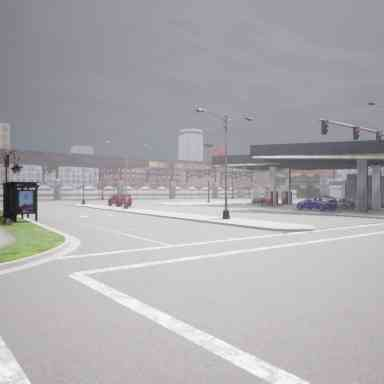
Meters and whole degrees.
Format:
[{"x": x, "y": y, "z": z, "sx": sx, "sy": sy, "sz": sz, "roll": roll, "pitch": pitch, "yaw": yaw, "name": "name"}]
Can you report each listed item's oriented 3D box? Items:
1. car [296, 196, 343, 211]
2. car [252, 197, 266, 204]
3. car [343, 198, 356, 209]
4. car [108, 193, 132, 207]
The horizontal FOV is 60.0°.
[{"x": 14.295, "y": 1.295, "z": 38.309, "sx": 2.242, "sy": 1.667, "sz": 4.611, "roll": 0, "pitch": 0, "yaw": -35, "name": "car"}, {"x": 12.595, "y": 1.601, "z": 61.367, "sx": 1.895, "sy": 1.301, "sz": 4.718, "roll": 0, "pitch": 0, "yaw": 29, "name": "car"}, {"x": 18.569, "y": 1.456, "z": 42.223, "sx": 1.970, "sy": 1.475, "sz": 3.806, "roll": 0, "pitch": 0, "yaw": -35, "name": "car"}, {"x": -11.275, "y": 1.221, "z": 52.029, "sx": 2.150, "sy": 2.045, "sz": 5.566, "roll": 0, "pitch": 0, "yaw": -35, "name": "car"}]
